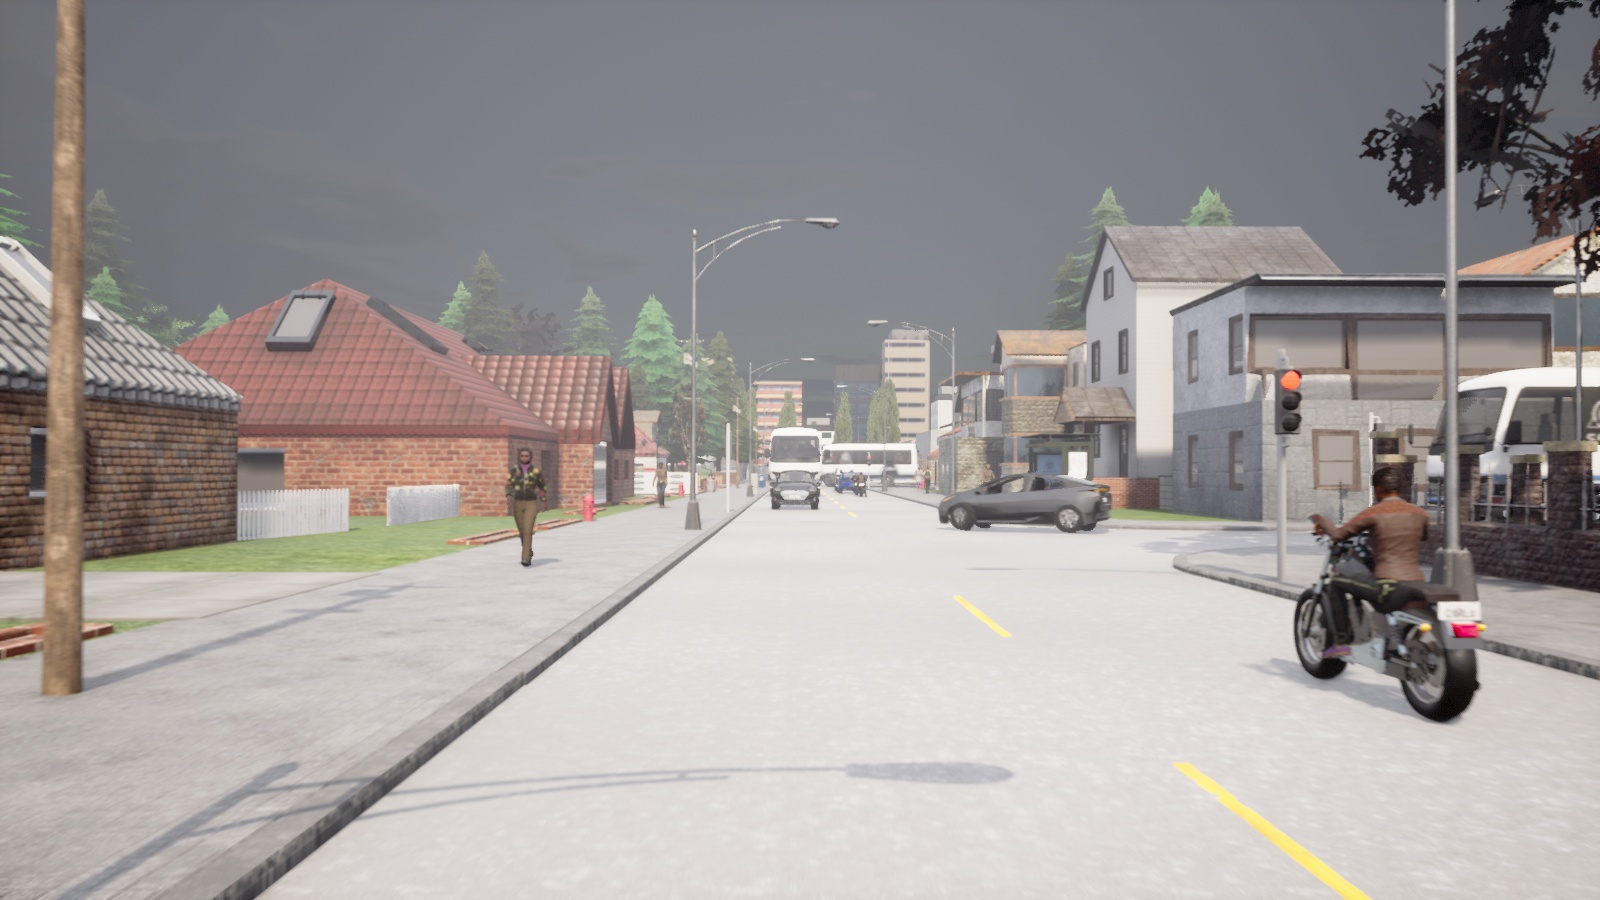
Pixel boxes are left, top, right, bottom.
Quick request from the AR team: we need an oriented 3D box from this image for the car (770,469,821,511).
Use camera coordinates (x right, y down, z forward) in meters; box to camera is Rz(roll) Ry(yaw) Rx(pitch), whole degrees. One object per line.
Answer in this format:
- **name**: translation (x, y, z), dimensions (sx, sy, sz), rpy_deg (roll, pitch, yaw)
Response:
- **car**: translation (-0.169, 1.630, 52.599), dimensions (2.033, 1.649, 4.856), rpy_deg (0, -1, 0)

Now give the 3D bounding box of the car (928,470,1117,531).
- **car**: translation (5.894, 1.298, 33.317), dimensions (4.514, 1.525, 2.007), rpy_deg (-1, -1, 28)

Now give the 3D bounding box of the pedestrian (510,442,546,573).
- **pedestrian**: translation (-4.074, 0.853, 18.829), dimensions (0.395, 1.930, 0.692), rpy_deg (0, -1, -1)

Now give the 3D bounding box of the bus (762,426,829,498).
- **bus**: translation (-0.278, 0.779, 79.702), dimensions (3.944, 4.253, 10.273), rpy_deg (0, -1, 0)

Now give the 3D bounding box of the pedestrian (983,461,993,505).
- **pedestrian**: translation (7.856, 1.375, 52.496), dimensions (0.331, 1.846, 0.634), rpy_deg (0, -1, 0)

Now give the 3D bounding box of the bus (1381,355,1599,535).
- **bus**: translation (20.842, -0.109, 31.895), dimensions (10.273, 4.253, 3.944), rpy_deg (0, -1, 0)

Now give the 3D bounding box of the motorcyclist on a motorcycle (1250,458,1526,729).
- **motorcyclist on a motorcycle**: translation (4.014, 0.898, 8.852), dimensions (0.766, 1.649, 2.350), rpy_deg (0, -1, -2)

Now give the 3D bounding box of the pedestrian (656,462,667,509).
- **pedestrian**: translation (-5.290, 1.354, 48.101), dimensions (0.328, 1.805, 0.869), rpy_deg (0, -1, 0)

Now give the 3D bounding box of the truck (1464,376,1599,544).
- **truck**: translation (19.334, 0.221, 27.676), dimensions (7.936, 3.462, 2.891), rpy_deg (0, -1, -4)

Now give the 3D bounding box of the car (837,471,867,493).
- **car**: translation (3.696, 2.285, 89.669), dimensions (1.882, 1.535, 5.008), rpy_deg (0, -1, 0)
